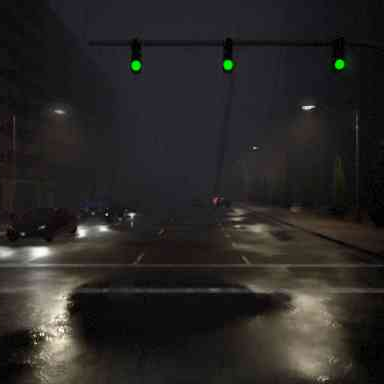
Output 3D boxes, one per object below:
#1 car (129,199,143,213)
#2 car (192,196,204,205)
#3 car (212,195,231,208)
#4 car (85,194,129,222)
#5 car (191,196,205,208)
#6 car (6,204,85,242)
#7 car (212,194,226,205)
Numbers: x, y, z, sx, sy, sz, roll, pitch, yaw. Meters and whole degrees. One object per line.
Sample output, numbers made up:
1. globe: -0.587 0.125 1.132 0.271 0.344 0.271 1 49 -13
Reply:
1. car: -6.605 1.474 36.588 2.033 1.411 5.357 0 0 2
2. car: 1.013 1.451 56.769 2.033 1.411 5.357 0 0 1
3. car: 4.346 1.409 46.539 2.128 1.511 4.902 0 0 1
4. car: -6.873 1.161 26.127 2.150 2.045 5.566 0 0 2
5. car: 0.836 1.464 46.145 2.033 1.411 5.357 0 0 1
6. car: -7.037 1.478 16.218 1.812 1.442 4.674 0 0 1
7. car: 4.499 1.257 56.403 2.097 1.767 4.553 0 0 1
